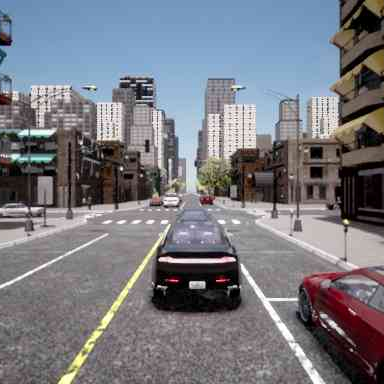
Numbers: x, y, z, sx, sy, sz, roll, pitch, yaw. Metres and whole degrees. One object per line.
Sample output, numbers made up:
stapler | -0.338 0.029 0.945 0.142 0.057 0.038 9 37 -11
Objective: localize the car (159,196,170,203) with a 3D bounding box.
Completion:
car | -5.717 1.567 69.834 1.752 1.417 4.829 0 0 0

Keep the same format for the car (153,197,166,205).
car | -5.713 1.594 58.953 1.947 1.339 4.313 0 0 0

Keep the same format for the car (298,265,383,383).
car | 2.690 1.581 4.204 1.802 1.307 4.206 0 0 0

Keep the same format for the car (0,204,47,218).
car | -16.577 1.779 31.945 4.718 1.301 1.895 -1 0 0

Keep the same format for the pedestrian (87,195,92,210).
pedestrian | -12.528 1.296 40.686 0.375 1.860 0.375 0 1 0

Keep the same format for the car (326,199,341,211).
car | 17.473 1.364 37.761 4.313 1.339 1.947 -1 1 0

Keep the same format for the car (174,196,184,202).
car | -3.032 1.594 77.918 2.033 1.411 5.357 0 0 0

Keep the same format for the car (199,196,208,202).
car | 2.660 1.616 75.533 1.947 1.339 4.313 0 0 0

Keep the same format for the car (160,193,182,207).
car | -3.106 1.241 50.490 2.150 2.045 5.566 0 0 0

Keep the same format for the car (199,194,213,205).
car | 2.668 1.343 58.956 2.192 1.841 5.009 0 0 0

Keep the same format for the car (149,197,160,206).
car | -5.799 1.566 53.431 1.887 1.381 4.507 0 0 0

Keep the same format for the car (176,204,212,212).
car | 0.094 1.565 17.378 1.994 1.385 4.181 0 0 0

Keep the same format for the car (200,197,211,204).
car | 2.665 1.601 64.482 1.947 1.339 4.313 0 0 0

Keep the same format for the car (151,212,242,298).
car | 0.097 1.491 8.515 2.128 1.511 4.902 0 0 0

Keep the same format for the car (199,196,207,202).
car | 2.658 1.610 81.058 2.008 1.369 4.403 0 0 0

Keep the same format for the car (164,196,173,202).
car | -5.722 1.641 81.055 1.802 1.307 4.206 0 0 0

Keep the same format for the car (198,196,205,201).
car | 2.653 1.662 92.107 1.802 1.307 4.206 0 0 0

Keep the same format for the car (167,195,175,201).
car | -5.727 1.605 91.934 1.752 1.417 4.829 0 0 0
